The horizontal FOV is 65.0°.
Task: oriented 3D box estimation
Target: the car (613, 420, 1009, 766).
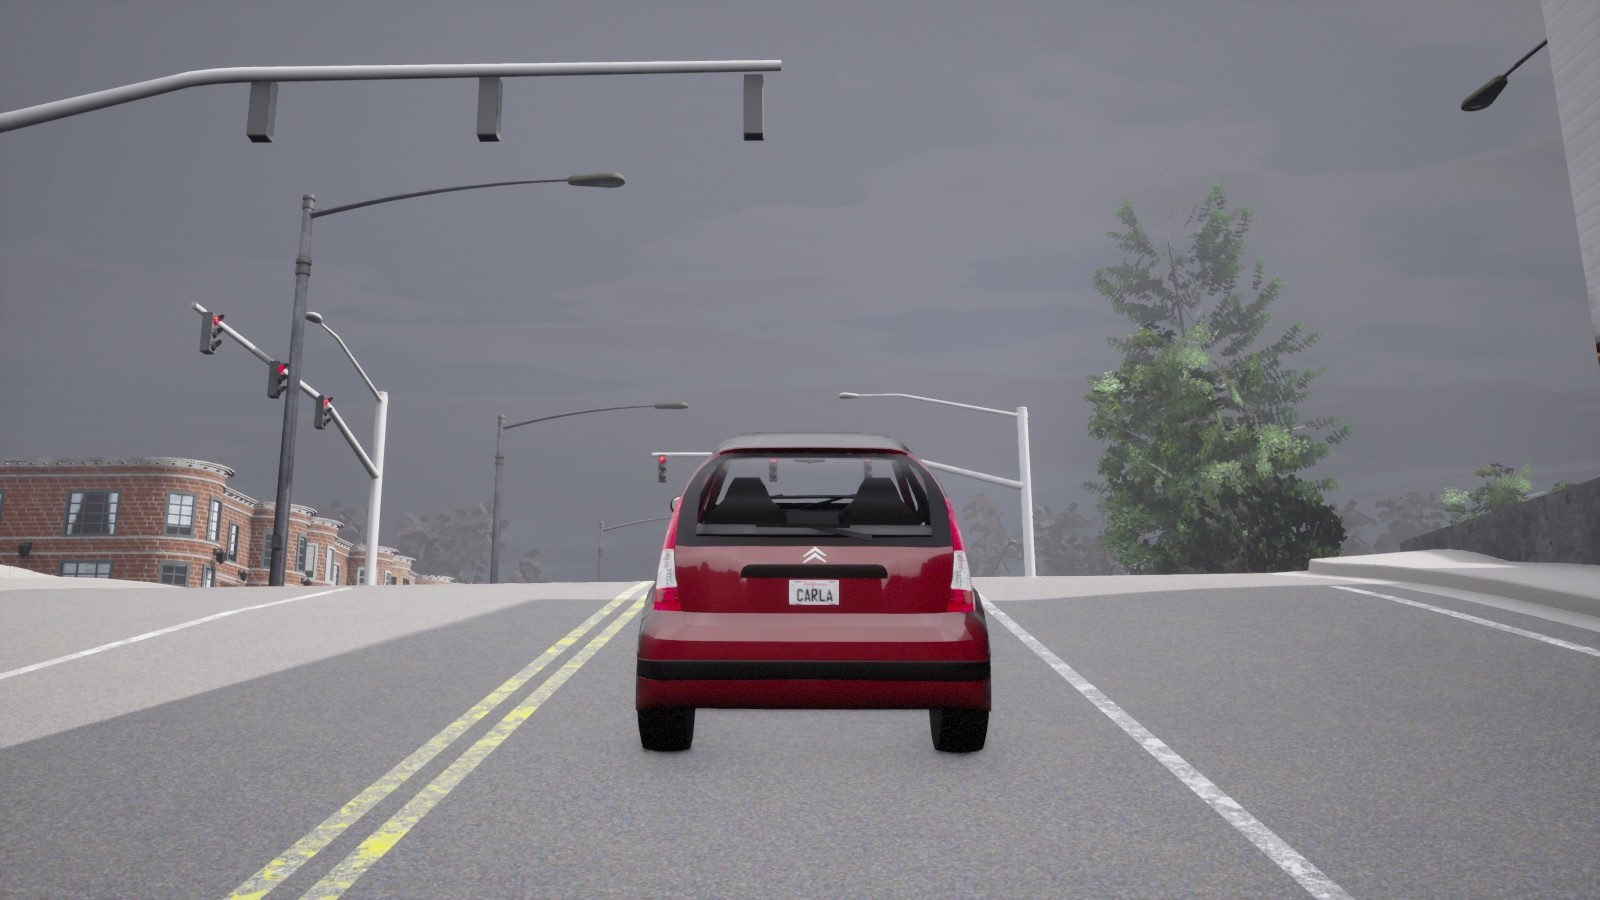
[{"bbox_3d":[0.054,0.677,7.899,1.851,1.617,3.988,0,0,0],"label":"car"}]
